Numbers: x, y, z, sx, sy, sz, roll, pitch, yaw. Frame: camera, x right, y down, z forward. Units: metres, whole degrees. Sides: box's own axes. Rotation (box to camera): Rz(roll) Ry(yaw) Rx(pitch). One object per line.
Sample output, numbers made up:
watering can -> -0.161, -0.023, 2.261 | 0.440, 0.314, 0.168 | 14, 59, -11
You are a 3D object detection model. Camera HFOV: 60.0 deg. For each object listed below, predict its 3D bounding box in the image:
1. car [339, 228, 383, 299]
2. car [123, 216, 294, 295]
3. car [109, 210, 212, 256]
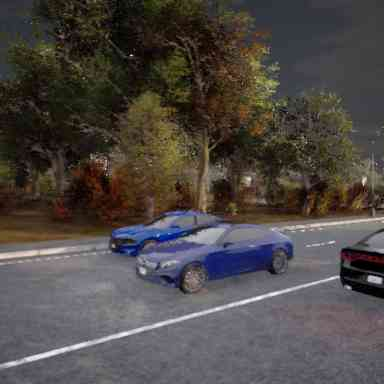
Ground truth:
car -> 5.403, 1.470, 7.605 | 5.008, 1.535, 1.882 | 0, 0, -36
car -> 0.790, 1.521, 8.856 | 4.674, 1.442, 1.812 | 0, 0, -36
car -> -0.517, 1.472, 12.225 | 5.008, 1.535, 1.882 | 0, 0, -36
